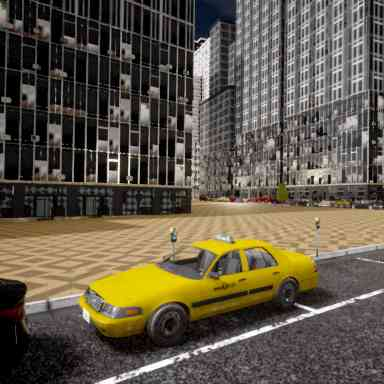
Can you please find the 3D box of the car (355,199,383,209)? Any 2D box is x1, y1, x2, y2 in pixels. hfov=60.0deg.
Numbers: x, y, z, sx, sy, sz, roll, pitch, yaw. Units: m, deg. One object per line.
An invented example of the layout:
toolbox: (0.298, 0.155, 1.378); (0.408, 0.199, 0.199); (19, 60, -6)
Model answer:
car: (27.765, 1.833, 51.356); (2.008, 1.369, 4.403); (1, -1, -22)

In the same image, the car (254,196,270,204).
car: (17.217, 1.753, 77.265); (2.192, 1.841, 5.009); (1, -1, -22)

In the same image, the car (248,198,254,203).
car: (15.103, 2.051, 82.443); (1.802, 1.307, 4.206); (1, -1, -22)

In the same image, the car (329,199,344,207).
car: (25.591, 1.840, 56.695); (1.752, 1.417, 4.829); (1, -1, -22)

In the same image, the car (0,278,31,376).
car: (-3.954, 1.565, 3.265); (4.313, 1.339, 1.947); (0, 1, -36)

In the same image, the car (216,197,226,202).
car: (7.881, 1.845, 79.289); (1.752, 1.417, 4.829); (1, -1, -22)

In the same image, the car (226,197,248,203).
car: (9.927, 1.729, 74.269); (1.967, 1.590, 4.097); (1, -1, -22)

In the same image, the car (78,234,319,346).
car: (0.410, 1.528, 6.323); (4.829, 1.417, 1.752); (0, 1, -35)

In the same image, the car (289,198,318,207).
car: (18.363, 1.715, 53.552); (2.008, 1.369, 4.403); (1, -1, -22)

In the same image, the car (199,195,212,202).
car: (3.601, 1.698, 89.806); (2.192, 1.841, 5.009); (1, -1, -22)

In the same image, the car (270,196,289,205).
car: (16.255, 1.636, 58.732); (1.967, 1.590, 4.097); (1, -1, -22)

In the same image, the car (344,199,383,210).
car: (22.581, 1.653, 43.194); (2.008, 1.369, 4.403); (1, -1, -22)

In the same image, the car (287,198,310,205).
car: (21.434, 1.927, 66.900); (2.008, 1.369, 4.403); (1, -1, -22)
